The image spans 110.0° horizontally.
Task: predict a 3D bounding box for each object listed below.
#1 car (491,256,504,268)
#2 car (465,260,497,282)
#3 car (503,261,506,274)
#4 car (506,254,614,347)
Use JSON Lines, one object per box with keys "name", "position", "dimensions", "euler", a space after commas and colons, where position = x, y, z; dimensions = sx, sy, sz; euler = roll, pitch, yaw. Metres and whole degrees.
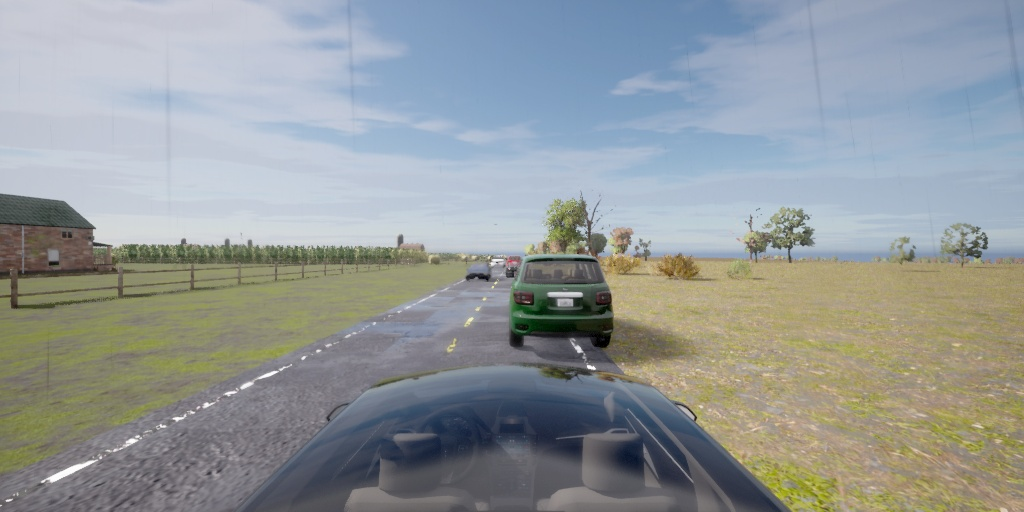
{"name": "car", "position": [-2.330, 0.961, 60.351], "dimensions": [2.150, 2.045, 5.566], "euler": [0, 0, 0]}
{"name": "car", "position": [-2.646, 1.292, 29.604], "dimensions": [2.033, 1.411, 5.357], "euler": [0, 0, 0]}
{"name": "car", "position": [0.348, 1.344, 38.481], "dimensions": [1.895, 1.301, 4.718], "euler": [0, 0, 1]}
{"name": "car", "position": [1.025, 0.973, 9.442], "dimensions": [2.150, 2.045, 5.566], "euler": [0, 0, 0]}
